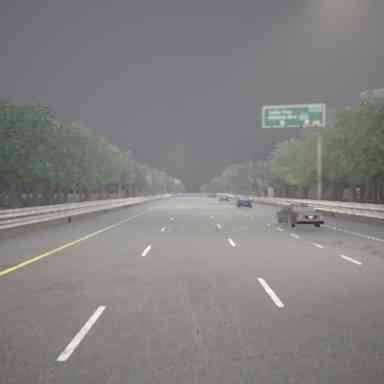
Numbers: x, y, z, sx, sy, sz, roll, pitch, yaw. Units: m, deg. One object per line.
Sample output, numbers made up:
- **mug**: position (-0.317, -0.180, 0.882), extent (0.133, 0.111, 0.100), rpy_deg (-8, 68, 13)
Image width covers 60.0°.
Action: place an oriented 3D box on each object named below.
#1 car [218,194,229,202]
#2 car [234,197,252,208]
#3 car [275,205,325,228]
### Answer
- **car**: position (7.171, 1.309, 75.820), extent (2.097, 1.767, 4.553), rpy_deg (0, 0, 0)
- **car**: position (7.097, 1.468, 46.638), extent (1.882, 1.535, 5.008), rpy_deg (0, 0, 0)
- **car**: position (7.034, 1.539, 22.169), extent (2.033, 1.411, 5.357), rpy_deg (0, 0, 0)
